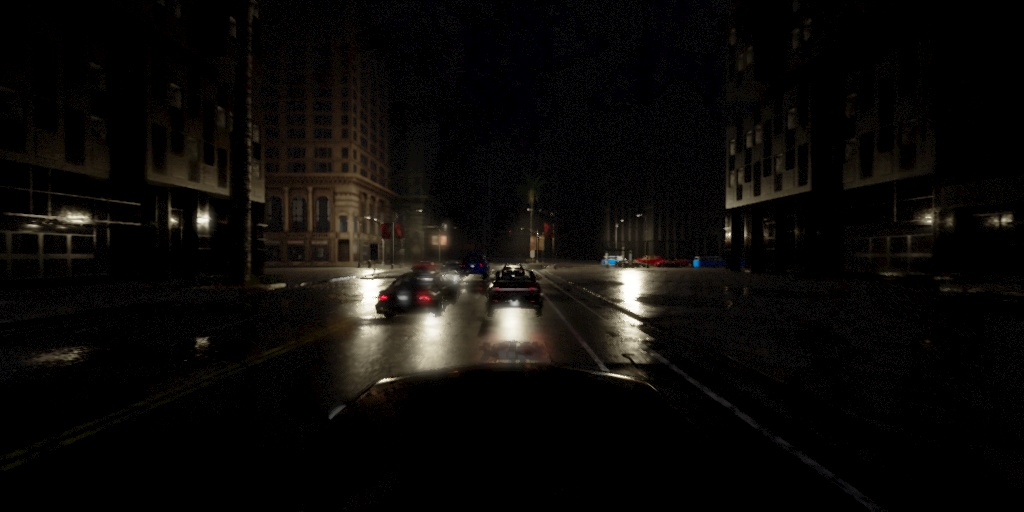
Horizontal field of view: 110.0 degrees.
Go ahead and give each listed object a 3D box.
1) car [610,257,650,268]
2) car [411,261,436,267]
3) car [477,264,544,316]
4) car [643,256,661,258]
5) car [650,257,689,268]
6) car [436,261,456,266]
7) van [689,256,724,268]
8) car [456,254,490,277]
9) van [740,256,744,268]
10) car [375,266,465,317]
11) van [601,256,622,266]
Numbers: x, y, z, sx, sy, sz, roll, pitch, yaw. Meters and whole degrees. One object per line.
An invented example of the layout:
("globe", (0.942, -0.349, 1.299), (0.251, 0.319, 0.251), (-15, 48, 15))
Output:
("car", (17.063, 1.159, 51.820), (4.403, 1.370, 2.007), (0, 0, 0))
("car", (-9.798, 1.243, 40.178), (1.895, 1.301, 4.718), (0, 0, 0))
("car", (0.092, 1.210, 13.154), (2.128, 1.511, 4.902), (0, 0, 0))
("car", (22.735, 0.872, 60.348), (5.009, 1.841, 2.192), (0, 0, 0))
("car", (22.741, 1.187, 51.823), (4.207, 1.307, 1.802), (0, 0, 0))
("car", (-6.557, 1.210, 39.213), (1.994, 1.385, 4.181), (0, 0, 0))
("van", (28.418, 0.942, 51.826), (3.998, 1.789, 1.690), (0, 0, 0))
("car", (-3.155, 0.888, 31.261), (2.150, 2.045, 5.566), (0, 0, 0))
("van", (34.095, 0.940, 51.828), (3.998, 1.789, 1.690), (0, 0, 0))
("car", (-3.153, 1.265, 12.917), (2.033, 1.411, 5.357), (0, 0, 0))
("van", (17.057, 0.902, 60.345), (3.998, 1.789, 1.690), (0, 0, 0))
